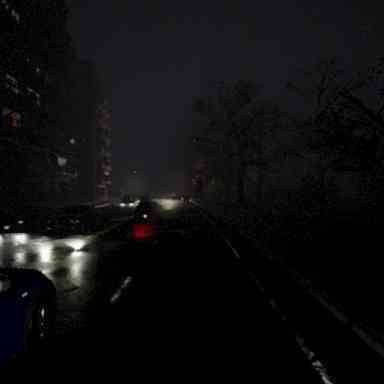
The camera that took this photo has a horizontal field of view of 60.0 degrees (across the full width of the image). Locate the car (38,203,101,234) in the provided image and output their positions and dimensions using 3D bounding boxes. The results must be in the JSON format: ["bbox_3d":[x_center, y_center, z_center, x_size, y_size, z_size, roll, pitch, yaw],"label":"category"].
[{"bbox_3d":[-6.713,1.455,19.251,1.882,1.535,5.008,0,0,-1],"label":"car"}]

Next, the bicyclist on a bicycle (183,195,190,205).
[{"bbox_3d":[-0.684,1.292,54.773,0.659,1.776,1.843,0,0,-4],"label":"bicyclist on a bicycle"}]

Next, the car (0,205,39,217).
[{"bbox_3d":[-9.981,1.524,20.509,2.033,1.411,5.357,0,0,-1],"label":"car"}]

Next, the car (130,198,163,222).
[{"bbox_3d":[-3.411,1.473,26.170,1.837,1.490,4.892,0,0,-1],"label":"car"}]

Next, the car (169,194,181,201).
[{"bbox_3d":[-3.753,1.389,80.267,2.128,1.511,4.902,0,0,-6],"label":"car"}]

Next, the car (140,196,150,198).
[{"bbox_3d":[-8.532,1.395,60.450,1.882,1.535,5.008,0,0,-4],"label":"car"}]

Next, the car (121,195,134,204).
[{"bbox_3d":[-11.864,1.270,61.444,2.097,1.767,4.553,0,0,-4],"label":"car"}]

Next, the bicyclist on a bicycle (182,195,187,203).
[{"bbox_3d":[-1.401,1.341,64.550,0.866,1.612,1.509,0,0,-5],"label":"bicyclist on a bicycle"}]

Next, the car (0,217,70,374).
[{"bbox_3d":[-3.150,1.348,3.341,2.097,1.767,4.553,0,0,0],"label":"car"}]
